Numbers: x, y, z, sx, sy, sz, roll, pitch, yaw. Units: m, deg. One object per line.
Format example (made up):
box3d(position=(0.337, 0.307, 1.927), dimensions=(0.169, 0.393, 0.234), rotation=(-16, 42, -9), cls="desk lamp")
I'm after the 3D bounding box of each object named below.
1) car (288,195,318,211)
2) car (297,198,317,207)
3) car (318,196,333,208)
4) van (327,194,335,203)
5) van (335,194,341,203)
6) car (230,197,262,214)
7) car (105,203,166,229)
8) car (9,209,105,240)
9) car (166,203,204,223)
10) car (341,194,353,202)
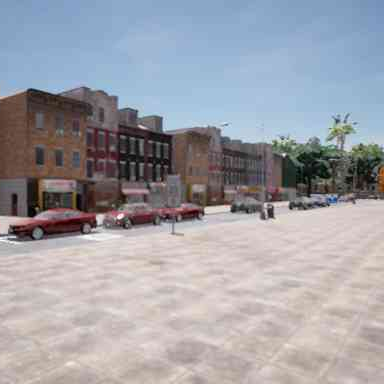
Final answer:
box3d(position=(13.933, 1.355, 42.167), dimensions=(2.097, 1.767, 4.553), rotation=(0, 0, 36), cls="car")
box3d(position=(18.326, 1.591, 52.935), dimensions=(1.802, 1.307, 4.206), rotation=(0, 0, 36), cls="car")
box3d(position=(19.038, 1.606, 49.396), dimensions=(1.895, 1.301, 4.718), rotation=(0, 0, 36), cls="car")
box3d(position=(24.687, 1.358, 61.822), dimensions=(1.690, 1.788, 3.998), rotation=(0, 0, 36), cls="van")
box3d(position=(27.868, 1.362, 66.265), dimensions=(1.690, 1.788, 3.998), rotation=(0, 0, 36), cls="van")
box3d(position=(6.013, 1.365, 35.925), dimensions=(2.097, 1.767, 4.553), rotation=(0, 0, 36), cls="car")
box3d(position=(-3.935, 1.471, 21.833), dimensions=(1.967, 1.590, 4.097), rotation=(0, 0, 36), cls="car")
box3d(position=(-7.113, 1.581, 17.389), dimensions=(1.887, 1.381, 4.507), rotation=(0, 0, 36), cls="car")
box3d(position=(-0.754, 1.570, 26.276), dimensions=(1.887, 1.381, 4.507), rotation=(0, 0, 36), cls="car")
box3d(position=(34.229, 1.581, 75.151), dimensions=(2.008, 1.369, 4.403), rotation=(0, 0, 36), cls="car")
